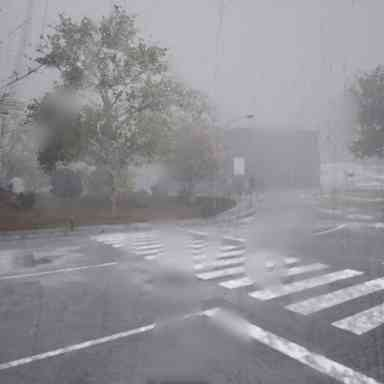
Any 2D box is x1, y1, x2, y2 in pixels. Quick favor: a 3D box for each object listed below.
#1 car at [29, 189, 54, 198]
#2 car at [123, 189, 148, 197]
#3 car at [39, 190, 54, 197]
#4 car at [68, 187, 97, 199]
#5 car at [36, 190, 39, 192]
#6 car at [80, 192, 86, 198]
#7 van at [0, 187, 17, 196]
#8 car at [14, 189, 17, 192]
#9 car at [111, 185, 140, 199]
[{"bbox_3d":[-32.343,0.292,71.761,2.097,1.535,5.008,0,2,18],"label":"car"},{"bbox_3d":[-8.623,0.172,53.829,2.231,1.521,4.892,-1,2,16],"label":"car"},{"bbox_3d":[-27.670,0.094,68.058,2.435,2.045,5.566,0,2,18],"label":"car"},{"bbox_3d":[-20.576,0.091,62.694,2.435,2.045,5.566,-2,2,17],"label":"car"},{"bbox_3d":[-30.015,0.325,69.918,2.231,1.521,4.892,-1,2,18],"label":"car"},{"bbox_3d":[-18.239,0.324,60.700,1.946,1.575,5.366,-1,2,17],"label":"car"},{"bbox_3d":[-46.259,-0.162,82.826,1.878,1.987,4.442,0,3,19],"label":"van"},{"bbox_3d":[-41.635,0.137,79.178,2.097,1.535,5.008,0,2,19],"label":"car"},{"bbox_3d":[-11.042,-0.039,55.542,2.435,2.045,5.566,-1,2,16],"label":"car"}]
